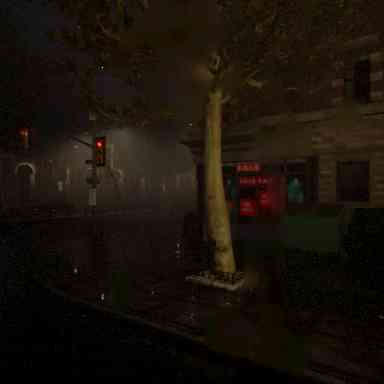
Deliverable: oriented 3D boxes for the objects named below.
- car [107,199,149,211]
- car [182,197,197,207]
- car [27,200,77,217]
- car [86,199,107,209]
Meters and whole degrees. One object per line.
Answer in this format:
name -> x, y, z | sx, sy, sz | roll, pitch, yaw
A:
car -> -7.482, 1.601, 40.033 | 1.895, 1.301, 4.718 | 0, 0, 36
car -> 0.704, 1.547, 51.180 | 2.033, 1.411, 5.357 | 0, 0, 36
car -> -13.376, 1.526, 31.956 | 1.812, 1.442, 4.674 | 0, 0, 36
car -> -11.959, 1.595, 45.174 | 1.895, 1.301, 4.718 | 0, 0, 36
